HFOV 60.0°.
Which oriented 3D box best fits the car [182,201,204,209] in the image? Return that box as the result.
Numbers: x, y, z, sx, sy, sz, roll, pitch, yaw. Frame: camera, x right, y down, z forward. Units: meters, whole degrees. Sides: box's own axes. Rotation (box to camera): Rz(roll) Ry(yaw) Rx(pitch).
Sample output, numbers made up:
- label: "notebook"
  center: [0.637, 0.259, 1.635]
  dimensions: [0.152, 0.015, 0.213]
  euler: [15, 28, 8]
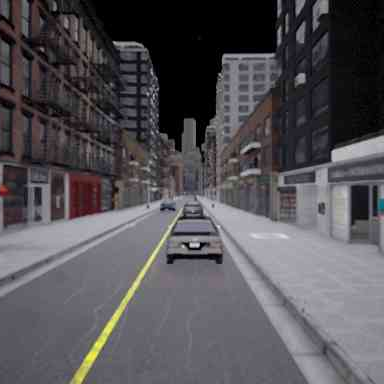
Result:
- label: "car"
  center: [0.094, 1.557, 31.999]
  dimensions: [2.128, 1.511, 4.902]
  euler: [0, 0, 0]

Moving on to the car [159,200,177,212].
- label: "car"
  center: [-2.846, 1.635, 40.329]
  dimensions: [2.033, 1.411, 5.357]
  euler: [0, 0, 0]

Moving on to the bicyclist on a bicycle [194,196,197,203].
- label: "bicyclist on a bicycle"
  center: [0.752, 1.646, 75.420]
  dimensions: [0.582, 1.620, 1.656]
  euler: [0, 0, 0]

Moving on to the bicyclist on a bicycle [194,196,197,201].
- label: "bicyclist on a bicycle"
  center: [0.755, 1.617, 66.421]
  dimensions: [0.582, 1.620, 1.656]
  euler: [0, 0, 0]

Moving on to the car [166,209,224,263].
- label: "car"
  center: [0.085, 1.570, 12.022]
  dimensions: [2.033, 1.411, 5.357]
  euler: [0, 0, 0]
